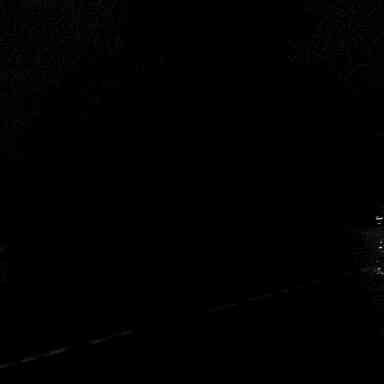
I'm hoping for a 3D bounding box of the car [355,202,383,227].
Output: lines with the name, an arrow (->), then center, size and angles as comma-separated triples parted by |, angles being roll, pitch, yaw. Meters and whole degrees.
car -> 12.139, 1.374, 20.605 | 5.008, 1.535, 1.882 | 0, 0, -33
